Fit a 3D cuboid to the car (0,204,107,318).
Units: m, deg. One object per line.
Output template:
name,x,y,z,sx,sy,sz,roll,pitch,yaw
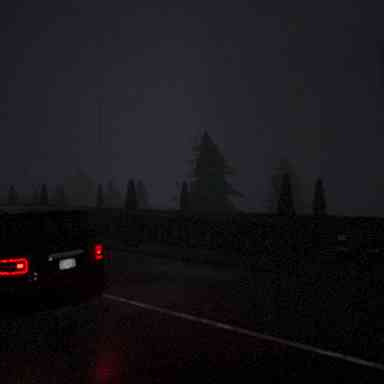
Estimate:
car,-4.185,1.291,7.047,5.566,2.045,2.150,-1,0,37
